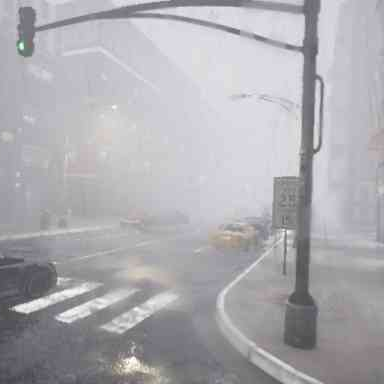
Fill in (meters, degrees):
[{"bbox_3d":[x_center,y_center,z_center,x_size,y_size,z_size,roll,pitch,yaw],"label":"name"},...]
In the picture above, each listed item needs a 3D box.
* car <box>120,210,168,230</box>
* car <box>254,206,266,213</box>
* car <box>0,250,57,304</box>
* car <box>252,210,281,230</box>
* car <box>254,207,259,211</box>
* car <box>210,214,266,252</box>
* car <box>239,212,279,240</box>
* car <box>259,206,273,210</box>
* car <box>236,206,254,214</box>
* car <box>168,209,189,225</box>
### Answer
[{"bbox_3d":[-3.728,2.036,24.968,1.802,1.307,4.206,3,-1,21],"label":"car"},{"bbox_3d":[14.839,3.831,72.410,1.947,1.339,4.313,2,-1,21],"label":"car"},{"bbox_3d":[-4.702,1.610,6.490,1.994,1.385,4.181,2,-1,21],"label":"car"},{"bbox_3d":[6.272,2.490,27.142,1.947,1.339,4.313,2,-1,21],"label":"car"},{"bbox_3d":[10.741,3.296,61.859,1.967,1.590,4.097,2,-1,21],"label":"car"},{"bbox_3d":[2.308,2.065,16.717,1.752,1.417,4.829,3,-1,21],"label":"car"},{"bbox_3d":[4.278,2.295,21.844,1.947,1.339,4.313,2,-1,21],"label":"car"},{"bbox_3d":[11.585,2.951,48.347,2.097,1.767,4.553,2,-1,21],"label":"car"},{"bbox_3d":[8.684,3.220,56.583,1.947,1.339,4.313,2,-1,21],"label":"car"},{"bbox_3d":[-1.619,2.236,30.222,1.802,1.307,4.206,3,-1,21],"label":"car"}]
